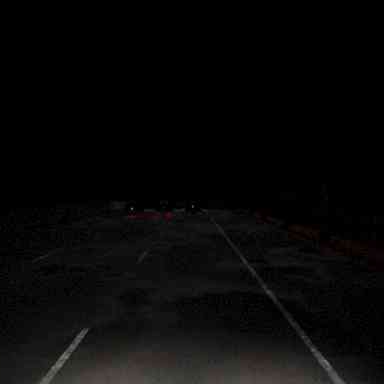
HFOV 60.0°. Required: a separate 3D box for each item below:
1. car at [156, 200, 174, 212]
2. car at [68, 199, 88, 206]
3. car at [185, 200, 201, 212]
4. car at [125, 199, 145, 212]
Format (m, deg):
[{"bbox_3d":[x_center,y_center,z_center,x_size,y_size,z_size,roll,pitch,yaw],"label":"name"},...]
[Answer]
[{"bbox_3d":[-3.392,1.703,41.801,1.812,1.442,4.674,0,0,0],"label":"car"},{"bbox_3d":[-21.000,2.279,61.801,2.150,2.045,5.566,0,-5,0],"label":"car"},{"bbox_3d":[0.108,1.741,41.971,1.994,1.385,4.181,0,0,0],"label":"car"},{"bbox_3d":[-6.893,1.676,40.606,1.837,1.490,4.892,0,0,0],"label":"car"}]
